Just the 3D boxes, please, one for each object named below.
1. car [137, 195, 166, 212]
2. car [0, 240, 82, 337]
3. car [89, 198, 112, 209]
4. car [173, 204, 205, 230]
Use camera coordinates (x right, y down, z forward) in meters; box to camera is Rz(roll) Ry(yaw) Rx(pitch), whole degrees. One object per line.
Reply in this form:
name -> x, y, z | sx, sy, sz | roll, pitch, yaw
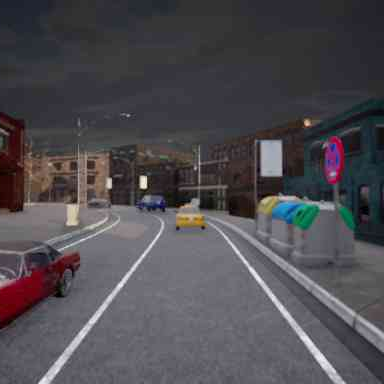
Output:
car -> -5.098, 1.394, 41.444 | 2.150, 2.045, 5.566 | 1, 0, -26
car -> -3.609, 1.626, 5.867 | 1.895, 1.301, 4.718 | 0, 0, 0
car -> -13.007, 1.631, 46.987 | 1.837, 1.490, 4.892 | 2, -1, -39
car -> -0.235, 1.549, 21.869 | 1.801, 1.575, 5.366 | 0, 0, -4
